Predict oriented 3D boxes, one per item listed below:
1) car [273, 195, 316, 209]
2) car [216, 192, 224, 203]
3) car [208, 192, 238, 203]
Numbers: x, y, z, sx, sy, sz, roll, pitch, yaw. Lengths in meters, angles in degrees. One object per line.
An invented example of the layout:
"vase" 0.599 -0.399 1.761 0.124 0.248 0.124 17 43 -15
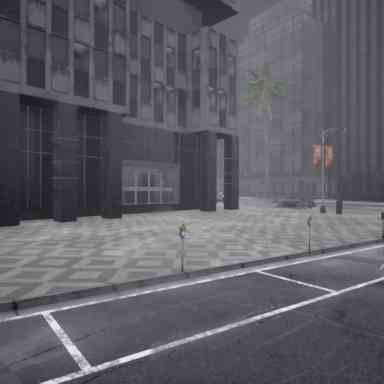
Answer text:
"car" 11.730 1.162 37.400 1.994 1.385 4.181 0 1 -36
"car" 3.294 0.854 49.323 1.837 1.490 4.892 0 1 -35
"car" 4.834 0.800 52.784 1.882 1.535 5.008 0 1 -35
